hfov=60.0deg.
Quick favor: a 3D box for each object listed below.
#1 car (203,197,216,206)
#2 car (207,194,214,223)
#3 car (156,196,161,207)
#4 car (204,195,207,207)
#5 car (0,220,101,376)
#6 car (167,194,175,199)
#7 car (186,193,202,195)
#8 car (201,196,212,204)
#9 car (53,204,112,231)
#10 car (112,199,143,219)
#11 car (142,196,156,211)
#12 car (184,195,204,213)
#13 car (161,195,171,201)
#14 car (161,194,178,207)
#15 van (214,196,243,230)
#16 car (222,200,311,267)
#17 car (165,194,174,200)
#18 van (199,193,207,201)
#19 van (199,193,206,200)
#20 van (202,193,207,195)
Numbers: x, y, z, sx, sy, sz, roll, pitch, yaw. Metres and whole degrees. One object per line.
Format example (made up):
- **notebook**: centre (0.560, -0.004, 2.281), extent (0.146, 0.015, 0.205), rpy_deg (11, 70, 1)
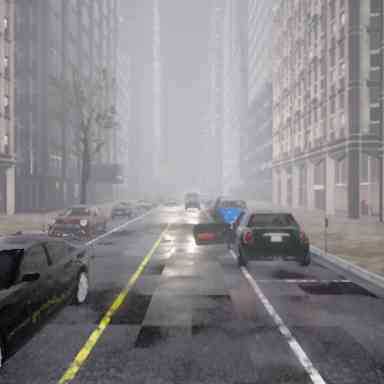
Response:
- **car**: centre (2.674, 1.467, 51.184), extent (1.802, 1.307, 4.206), rpy_deg (0, 0, 0)
- **car**: centre (2.679, 1.261, 28.388), extent (2.192, 1.841, 5.009), rpy_deg (0, 0, 0)
- **car**: centre (-5.706, 1.343, 45.485), extent (1.967, 1.590, 4.097), rpy_deg (0, 0, 0)
- **car**: centre (2.675, 1.453, 45.486), extent (2.008, 1.369, 4.403), rpy_deg (0, 0, 0)
- **car**: centre (-3.102, 1.469, 5.153), extent (1.882, 1.535, 5.008), rpy_deg (0, 0, 0)
- **car**: centre (-5.718, 1.323, 91.072), extent (1.802, 1.307, 4.206), rpy_deg (0, 0, 0)
- **car**: centre (-0.015, 1.105, 51.714), extent (2.150, 2.045, 5.566), rpy_deg (0, 0, 0)
- **car**: centre (2.671, 1.392, 62.580), extent (1.887, 1.381, 4.507), rpy_deg (0, 0, 0)
- **car**: centre (-5.698, 1.410, 16.992), extent (1.967, 1.590, 4.097), rpy_deg (0, 0, 0)
- **car**: centre (-5.701, 1.497, 28.389), extent (2.008, 1.369, 4.403), rpy_deg (0, 0, 0)
- **car**: centre (-5.704, 1.444, 39.615), extent (1.752, 1.417, 4.829), rpy_deg (0, 0, 0)
- **car**: centre (0.069, 1.407, 40.449), extent (2.128, 1.511, 4.902), rpy_deg (0, 0, 0)
- **car**: centre (-5.713, 1.388, 73.976), extent (1.802, 1.307, 4.206), rpy_deg (0, 0, 0)
- **car**: centre (-3.015, 1.480, 49.730), extent (2.033, 1.411, 5.357), rpy_deg (0, 0, 0)
- **van**: centre (2.680, 1.299, 22.689), extent (1.690, 1.788, 3.998), rpy_deg (0, 0, 0)
- **car**: centre (2.383, 1.333, 11.494), extent (2.097, 1.767, 4.553), rpy_deg (0, 0, 0)
- **car**: centre (-5.717, 1.308, 85.373), extent (1.887, 1.381, 4.507), rpy_deg (0, 0, 0)
- **van**: centre (2.666, 1.126, 79.674), extent (1.690, 1.788, 3.998), rpy_deg (0, 0, 0)
- **van**: centre (2.664, 1.104, 85.374), extent (1.690, 1.788, 3.998), rpy_deg (0, 0, 0)
- **van**: centre (2.672, 1.208, 56.881), extent (1.690, 1.788, 3.998), rpy_deg (0, 0, 0)
